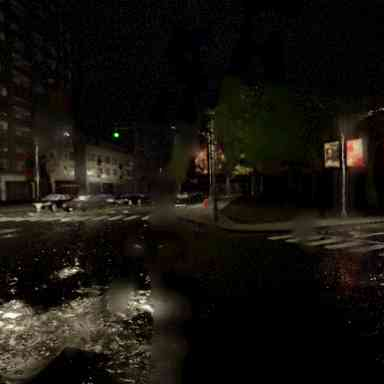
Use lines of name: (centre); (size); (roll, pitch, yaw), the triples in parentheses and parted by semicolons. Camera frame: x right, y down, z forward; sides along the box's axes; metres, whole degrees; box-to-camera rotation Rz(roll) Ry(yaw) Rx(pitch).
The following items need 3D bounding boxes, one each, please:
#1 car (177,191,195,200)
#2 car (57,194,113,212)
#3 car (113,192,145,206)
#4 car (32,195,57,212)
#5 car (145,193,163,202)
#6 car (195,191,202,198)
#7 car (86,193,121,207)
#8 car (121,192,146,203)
car: (-1.197, 0.678, 56.865); (1.895, 1.301, 4.718); (-1, 0, 10)
car: (-9.447, 0.988, 29.873); (2.033, 1.411, 5.357); (-1, 1, 11)
car: (-7.666, 0.802, 39.660); (1.882, 1.535, 5.008); (-1, 0, 10)
car: (-12.602, 0.990, 30.696); (2.128, 1.511, 4.902); (-1, 1, 11)
car: (-5.853, 0.818, 49.828); (1.895, 1.301, 4.718); (-1, 0, 10)
car: (0.926, 0.498, 69.363); (2.033, 1.411, 5.357); (-1, 0, 10)
car: (-10.758, 0.926, 40.827); (2.033, 1.411, 5.357); (-1, 0, 10)
car: (-8.909, 0.817, 51.208); (2.033, 1.411, 5.357); (-1, 0, 10)
